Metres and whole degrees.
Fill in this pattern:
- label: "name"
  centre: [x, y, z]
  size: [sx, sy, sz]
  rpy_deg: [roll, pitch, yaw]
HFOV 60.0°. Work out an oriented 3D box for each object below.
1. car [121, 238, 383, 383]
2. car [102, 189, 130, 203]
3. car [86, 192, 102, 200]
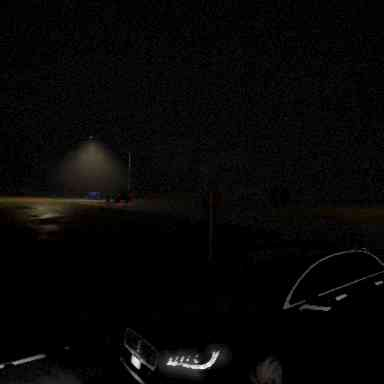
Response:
- label: "car"
  centre: [1.394, 1.514, 4.869]
  size: [4.892, 1.490, 1.837]
  rpy_deg: [0, 0, -36]
- label: "car"
  centre: [-11.434, 0.580, 51.138]
  size: [2.150, 2.045, 5.566]
  rpy_deg: [2, 0, -35]
- label: "car"
  centre: [-17.468, 0.684, 59.598]
  size: [1.812, 1.442, 4.674]
  rpy_deg: [2, 0, -35]
